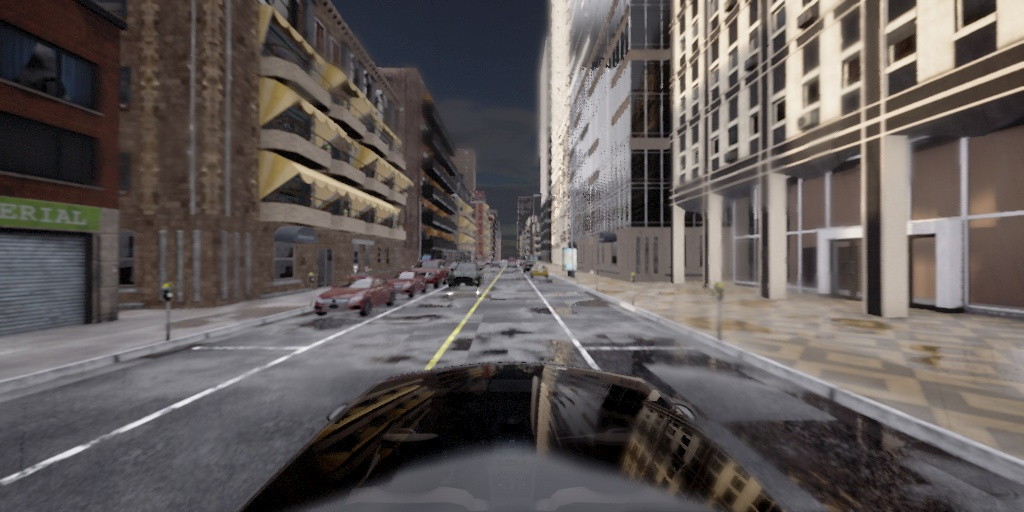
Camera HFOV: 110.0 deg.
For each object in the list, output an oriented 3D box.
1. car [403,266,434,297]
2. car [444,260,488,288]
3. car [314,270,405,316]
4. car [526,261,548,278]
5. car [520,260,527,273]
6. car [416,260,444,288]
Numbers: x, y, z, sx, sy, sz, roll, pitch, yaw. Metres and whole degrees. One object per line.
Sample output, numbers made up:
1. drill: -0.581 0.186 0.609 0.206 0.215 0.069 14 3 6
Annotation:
1. car: -5.685 1.410 19.183 1.802 1.307 4.207 0 0 0
2. car: -3.090 1.206 24.828 2.097 1.767 4.553 0 0 0
3. car: -5.687 1.384 13.534 1.802 1.307 4.207 0 0 0
4. car: 2.701 1.432 36.296 1.751 1.417 4.829 0 0 0
5. car: 2.368 1.462 46.937 1.837 1.490 4.892 0 0 0
6. car: -5.684 1.170 24.831 2.192 1.841 5.009 0 0 0
